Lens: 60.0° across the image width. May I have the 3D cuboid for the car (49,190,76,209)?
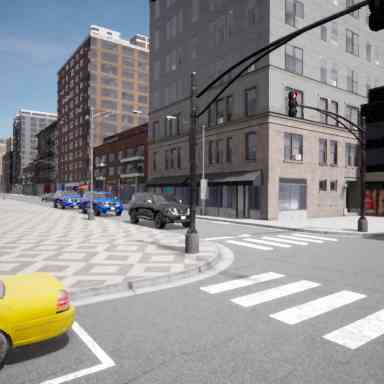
[{"bbox_3d":[-14.205,0.861,37.977,2.150,2.045,5.566,1,0,-35],"label":"car"}]

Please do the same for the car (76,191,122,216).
[{"bbox_3d":[-8.008,0.959,29.193,2.150,2.045,5.566,1,0,-35],"label":"car"}]

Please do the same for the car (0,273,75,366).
[{"bbox_3d":[-3.972,1.525,3.919,4.829,1.417,1.752,0,1,-36],"label":"car"}]

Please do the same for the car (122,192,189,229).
[{"bbox_3d":[-2.064,1.052,20.784,2.150,2.045,5.566,1,0,-35],"label":"car"}]

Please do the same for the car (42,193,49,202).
[{"bbox_3d":[-25.540,0.944,59.518,2.128,1.511,4.902,1,0,-36],"label":"car"}]

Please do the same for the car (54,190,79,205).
[{"bbox_3d":[-18.987,0.775,50.247,2.150,2.045,5.566,1,0,-35],"label":"car"}]
